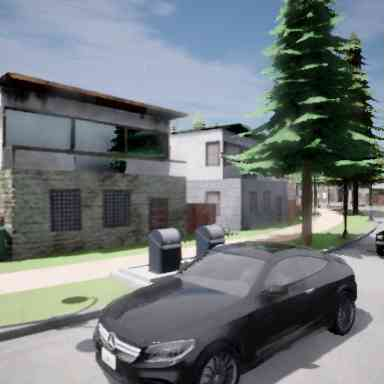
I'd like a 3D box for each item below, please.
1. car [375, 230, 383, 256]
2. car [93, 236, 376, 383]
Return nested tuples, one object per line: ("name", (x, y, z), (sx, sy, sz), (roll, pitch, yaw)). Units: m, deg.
("car", (8.347, 1.620, 12.450), (1.895, 1.301, 4.718), (0, 0, 41))
("car", (0.873, 1.547, 5.110), (4.674, 1.442, 1.812), (0, 0, -40))
